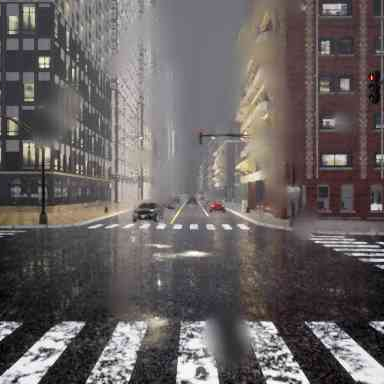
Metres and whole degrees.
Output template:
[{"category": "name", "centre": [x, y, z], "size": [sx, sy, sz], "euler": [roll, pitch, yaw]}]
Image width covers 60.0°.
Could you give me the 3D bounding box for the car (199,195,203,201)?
[{"category": "car", "centre": [2.687, 1.571, 55.738], "size": [2.008, 1.369, 4.403], "euler": [0, 0, 0]}]

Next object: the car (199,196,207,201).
[{"category": "car", "centre": [2.683, 1.626, 83.981], "size": [1.802, 1.307, 4.206], "euler": [0, 0, 0]}]

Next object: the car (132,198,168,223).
[{"category": "car", "centre": [-3.286, 1.508, 25.780], "size": [1.837, 1.490, 4.892], "euler": [0, 0, 4]}]

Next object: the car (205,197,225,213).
[{"category": "car", "centre": [2.739, 1.591, 37.172], "size": [1.802, 1.307, 4.206], "euler": [0, 0, 0]}]

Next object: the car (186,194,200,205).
[{"category": "car", "centre": [-0.004, 1.549, 59.771], "size": [1.812, 1.442, 4.674], "euler": [0, 0, 0]}]

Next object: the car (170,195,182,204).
[{"category": "car", "centre": [-3.014, 1.535, 63.175], "size": [1.837, 1.490, 4.892], "euler": [0, 0, 0]}]

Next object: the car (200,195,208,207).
[{"category": "car", "centre": [2.687, 1.567, 50.090], "size": [2.008, 1.369, 4.403], "euler": [0, 0, 0]}]

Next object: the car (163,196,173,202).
[{"category": "car", "centre": [-5.696, 1.589, 78.331], "size": [2.008, 1.369, 4.403], "euler": [0, 0, 0]}]

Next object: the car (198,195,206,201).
[{"category": "car", "centre": [2.683, 1.491, 89.630], "size": [1.967, 1.590, 4.097], "euler": [0, 0, 0]}]

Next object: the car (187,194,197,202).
[{"category": "car", "centre": [-0.005, 1.218, 69.743], "size": [2.097, 1.767, 4.553], "euler": [0, 0, 0]}]

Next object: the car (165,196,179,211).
[{"category": "car", "centre": [-3.102, 1.559, 42.190], "size": [2.033, 1.411, 5.357], "euler": [0, 0, 0]}]

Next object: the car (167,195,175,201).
[{"category": "car", "centre": [-5.698, 1.595, 89.629], "size": [1.887, 1.381, 4.507], "euler": [0, 0, 0]}]
